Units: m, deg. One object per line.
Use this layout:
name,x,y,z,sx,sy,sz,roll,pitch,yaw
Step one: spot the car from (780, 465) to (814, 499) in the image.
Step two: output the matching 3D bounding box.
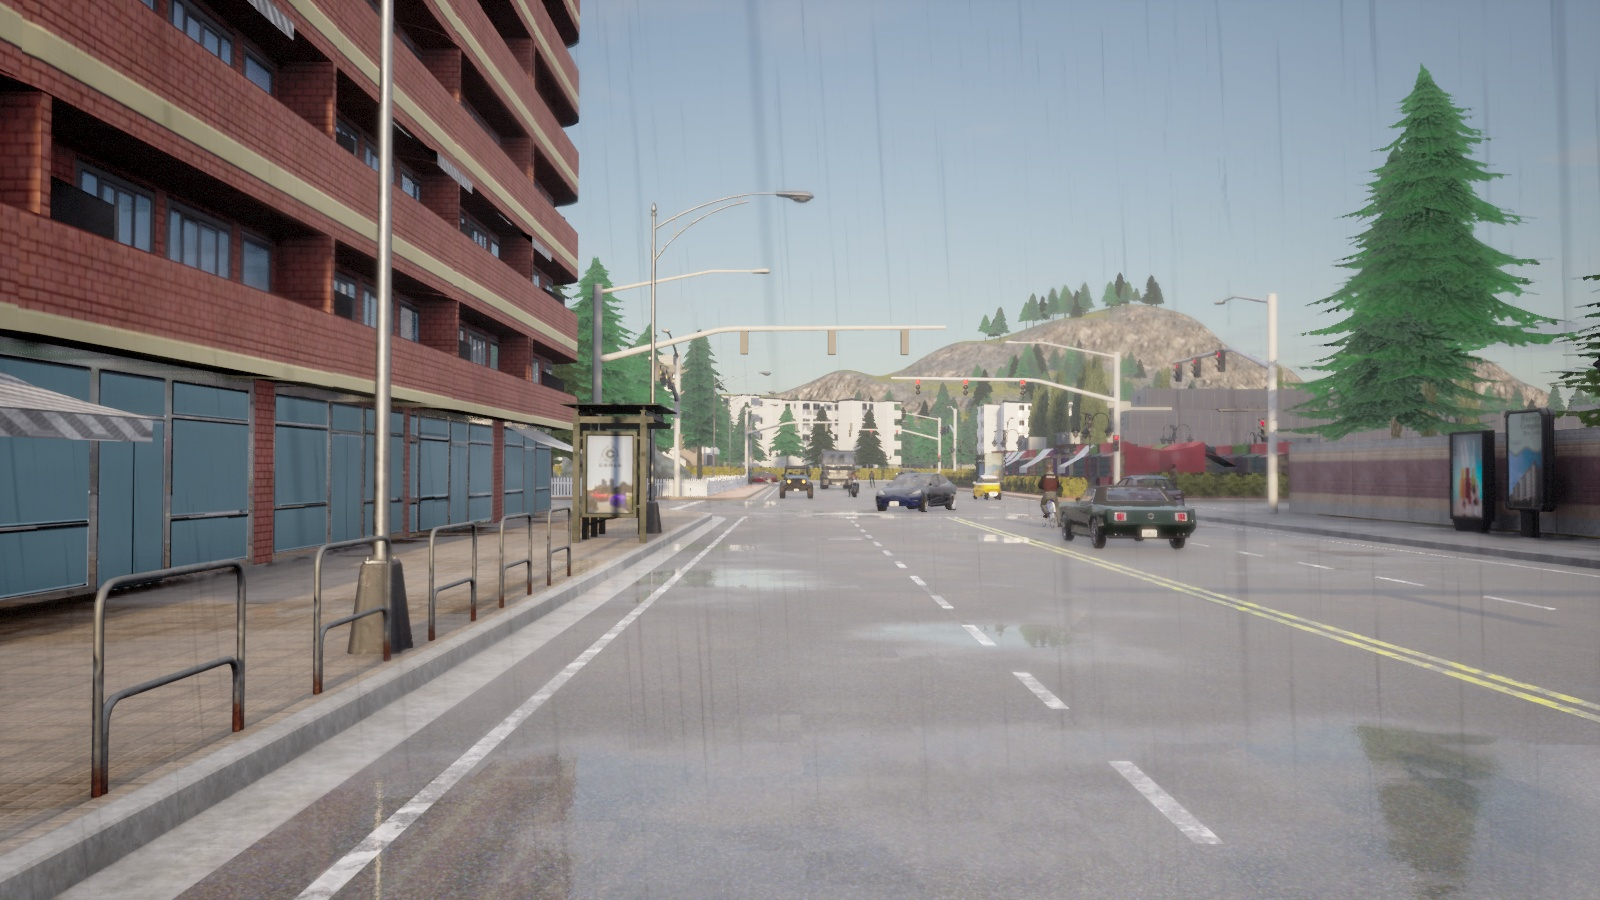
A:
car,-0.188,1.817,72.000,1.905,1.878,3.866,0,-1,0

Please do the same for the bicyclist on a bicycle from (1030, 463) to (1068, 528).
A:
bicyclist on a bicycle,6.908,1.242,34.922,0.659,1.776,1.843,0,-1,0

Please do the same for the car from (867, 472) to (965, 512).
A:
car,4.556,1.587,48.616,2.163,1.488,4.792,-1,-1,26

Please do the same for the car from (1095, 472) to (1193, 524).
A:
car,10.400,1.428,38.265,1.816,1.474,4.193,0,-1,0

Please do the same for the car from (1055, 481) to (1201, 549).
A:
car,6.929,1.340,27.048,1.895,1.301,4.718,0,-1,0

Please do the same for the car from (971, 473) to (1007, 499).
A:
car,10.516,2.002,70.106,1.481,1.376,2.207,0,-1,-5
